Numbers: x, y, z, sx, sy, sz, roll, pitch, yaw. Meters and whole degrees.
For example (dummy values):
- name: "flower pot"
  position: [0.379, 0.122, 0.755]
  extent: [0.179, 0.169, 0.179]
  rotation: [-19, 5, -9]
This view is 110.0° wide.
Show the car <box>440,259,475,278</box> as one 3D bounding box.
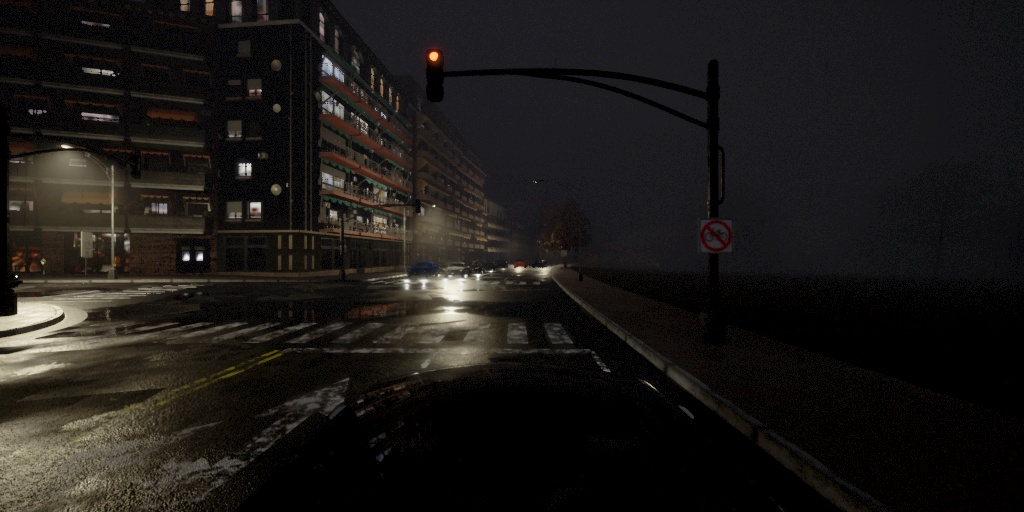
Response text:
- name: "car"
  position: [-5.246, 1.336, 35.103]
  extent: [1.812, 1.442, 4.674]
  rotation: [0, 0, 5]

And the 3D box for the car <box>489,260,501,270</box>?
- name: "car"
  position: [-3.343, 1.448, 53.878]
  extent: [1.994, 1.385, 4.181]
  rotation: [0, 0, 8]

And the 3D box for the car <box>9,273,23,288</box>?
- name: "car"
  position: [-23.955, 0.965, 14.674]
  extent: [4.718, 1.301, 1.895]
  rotation: [1, 0, -18]

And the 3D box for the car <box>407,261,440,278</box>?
- name: "car"
  position: [-8.531, 1.286, 34.777]
  extent: [1.882, 1.535, 5.008]
  rotation: [0, 0, 4]

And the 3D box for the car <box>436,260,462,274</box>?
- name: "car"
  position: [-7.688, 1.323, 44.310]
  extent: [1.882, 1.535, 5.008]
  rotation: [0, 0, 6]

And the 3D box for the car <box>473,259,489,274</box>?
- name: "car"
  position: [-4.457, 1.349, 43.957]
  extent: [1.837, 1.490, 4.892]
  rotation: [0, 0, 6]

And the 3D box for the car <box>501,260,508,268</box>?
- name: "car"
  position: [-1.922, 1.412, 64.247]
  extent: [1.882, 1.535, 5.008]
  rotation: [0, 0, 9]

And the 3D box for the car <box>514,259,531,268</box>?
- name: "car"
  position: [1.707, 1.295, 65.368]
  extent: [2.097, 1.767, 4.553]
  rotation: [0, 0, 8]
